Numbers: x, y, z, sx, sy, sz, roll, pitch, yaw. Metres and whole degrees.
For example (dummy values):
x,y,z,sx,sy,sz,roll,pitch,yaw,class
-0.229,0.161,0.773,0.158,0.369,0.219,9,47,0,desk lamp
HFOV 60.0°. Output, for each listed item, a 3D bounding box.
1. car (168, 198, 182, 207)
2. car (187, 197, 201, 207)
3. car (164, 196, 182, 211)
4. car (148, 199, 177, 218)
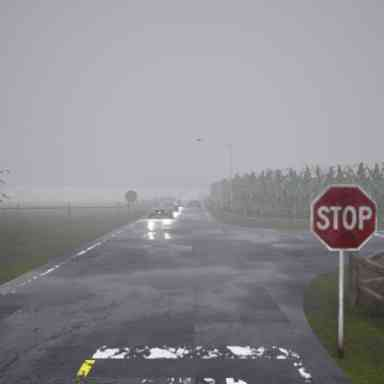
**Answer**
x,y,z,sx,sy,sz,roll,pitch,yaw,class
-2.592,1.582,51.766,1.895,1.301,4.718,0,0,0,car
0.343,1.508,49.965,1.812,1.442,4.674,0,0,0,car
-2.655,1.342,39.654,2.097,1.767,4.553,0,0,0,car
-2.705,1.559,29.784,1.994,1.385,4.181,0,0,0,car
